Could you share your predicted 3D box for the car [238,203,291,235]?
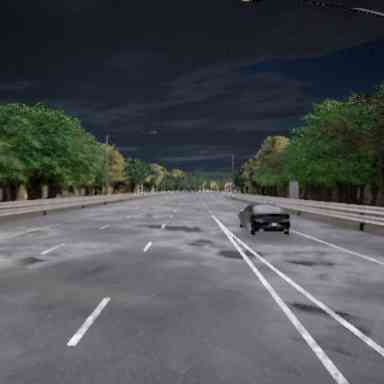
[{"bbox_3d":[3.731,1.335,17.874,1.882,1.535,5.008,0,0,-2],"label":"car"}]
